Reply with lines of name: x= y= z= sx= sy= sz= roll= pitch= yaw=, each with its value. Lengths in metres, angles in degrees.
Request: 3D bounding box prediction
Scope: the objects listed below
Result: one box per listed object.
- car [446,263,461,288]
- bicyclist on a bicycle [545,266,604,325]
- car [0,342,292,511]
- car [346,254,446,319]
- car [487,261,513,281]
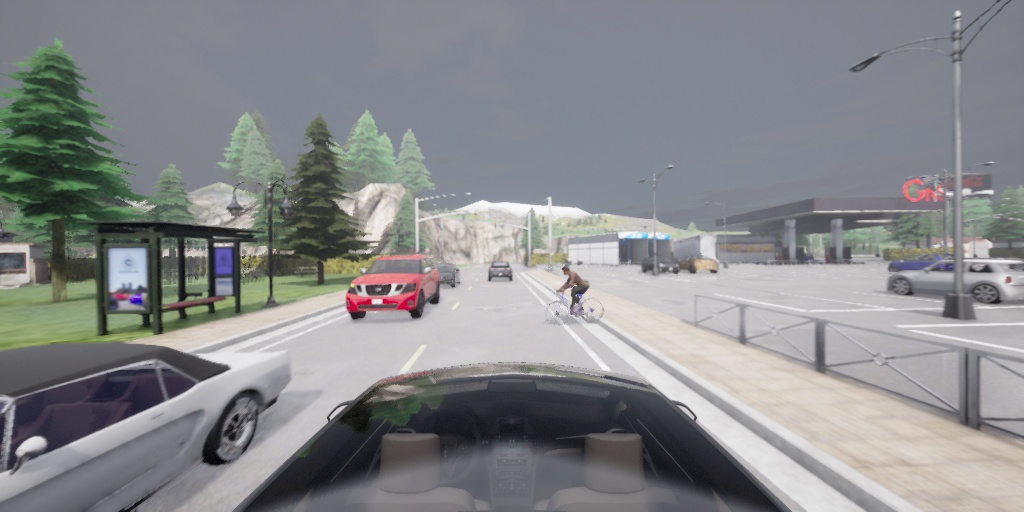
car: x=-4.424 y=1.201 z=23.352 sx=1.837 sy=1.490 sz=4.892 roll=-1 pitch=0 yaw=-2
bicyclist on a bicycle: x=1.692 y=1.076 z=9.904 sx=1.656 sy=1.620 sz=0.582 roll=-4 pitch=0 yaw=-2
car: x=-3.566 y=1.393 z=2.176 sx=1.895 sy=1.301 sz=4.718 roll=-1 pitch=0 yaw=-2
car: x=-4.024 y=0.964 z=13.166 sx=2.150 sy=2.045 sz=5.566 roll=-1 pitch=0 yaw=-2
car: x=-0.934 y=1.120 z=28.130 sx=2.128 sy=1.511 sz=4.902 roll=-1 pitch=0 yaw=-3
